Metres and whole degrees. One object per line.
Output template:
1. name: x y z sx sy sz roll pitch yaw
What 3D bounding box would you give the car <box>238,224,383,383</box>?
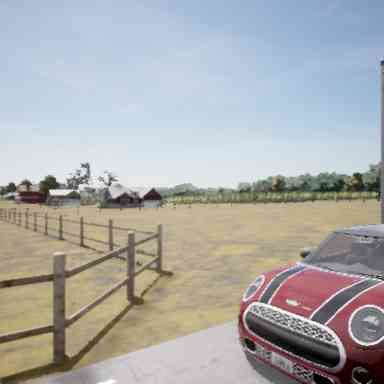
1. car: 2.853 1.333 5.081 4.553 1.767 2.097 0 0 -35
